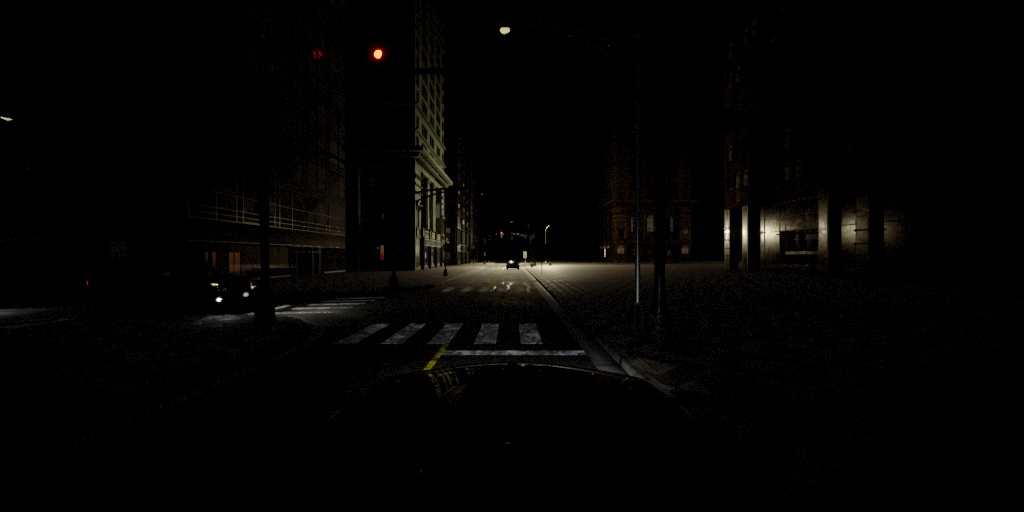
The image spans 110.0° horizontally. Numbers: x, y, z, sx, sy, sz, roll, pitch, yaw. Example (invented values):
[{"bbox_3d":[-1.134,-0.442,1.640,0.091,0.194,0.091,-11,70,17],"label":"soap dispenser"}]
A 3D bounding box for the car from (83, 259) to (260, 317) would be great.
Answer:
[{"bbox_3d":[-12.872,1.141,13.726,5.566,2.045,2.150,-1,0,2],"label":"car"}]

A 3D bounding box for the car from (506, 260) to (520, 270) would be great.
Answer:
[{"bbox_3d":[0.121,1.325,53.391,1.994,1.385,4.181,0,0,0],"label":"car"}]
